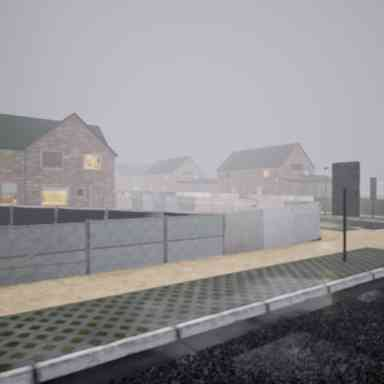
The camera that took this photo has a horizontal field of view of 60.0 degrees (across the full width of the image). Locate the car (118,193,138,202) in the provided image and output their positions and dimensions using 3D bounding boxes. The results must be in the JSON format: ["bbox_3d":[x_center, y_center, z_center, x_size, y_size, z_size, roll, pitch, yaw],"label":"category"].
[{"bbox_3d":[-10.038,0.777,51.395,1.994,1.385,4.181,1,1,-36],"label":"car"}]

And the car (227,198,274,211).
[{"bbox_3d":[5.119,1.231,30.613,1.895,1.301,4.718,1,1,-36],"label":"car"}]
